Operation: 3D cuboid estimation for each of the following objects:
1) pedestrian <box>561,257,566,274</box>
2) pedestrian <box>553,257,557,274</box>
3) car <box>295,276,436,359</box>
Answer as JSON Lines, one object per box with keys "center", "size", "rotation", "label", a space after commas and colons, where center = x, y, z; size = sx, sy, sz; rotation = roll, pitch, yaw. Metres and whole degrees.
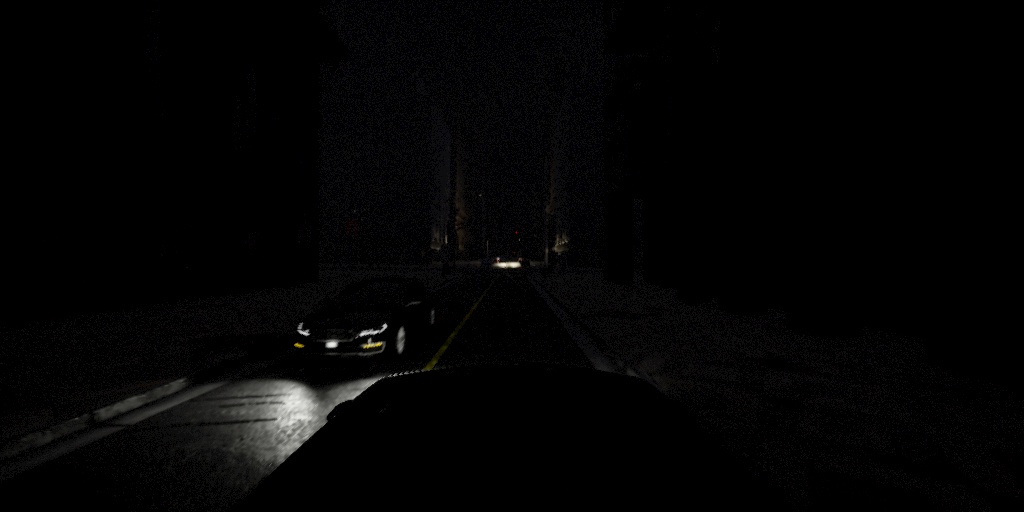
{"center": [5.626, 1.055, 39.111], "size": [0.375, 1.860, 0.375], "rotation": [0, 0, 0], "label": "pedestrian"}
{"center": [4.626, 1.027, 38.511], "size": [0.375, 1.860, 0.375], "rotation": [0, 0, 0], "label": "pedestrian"}
{"center": [-3.102, 1.281, 8.599], "size": [1.837, 1.490, 4.892], "rotation": [0, 0, 0], "label": "car"}
